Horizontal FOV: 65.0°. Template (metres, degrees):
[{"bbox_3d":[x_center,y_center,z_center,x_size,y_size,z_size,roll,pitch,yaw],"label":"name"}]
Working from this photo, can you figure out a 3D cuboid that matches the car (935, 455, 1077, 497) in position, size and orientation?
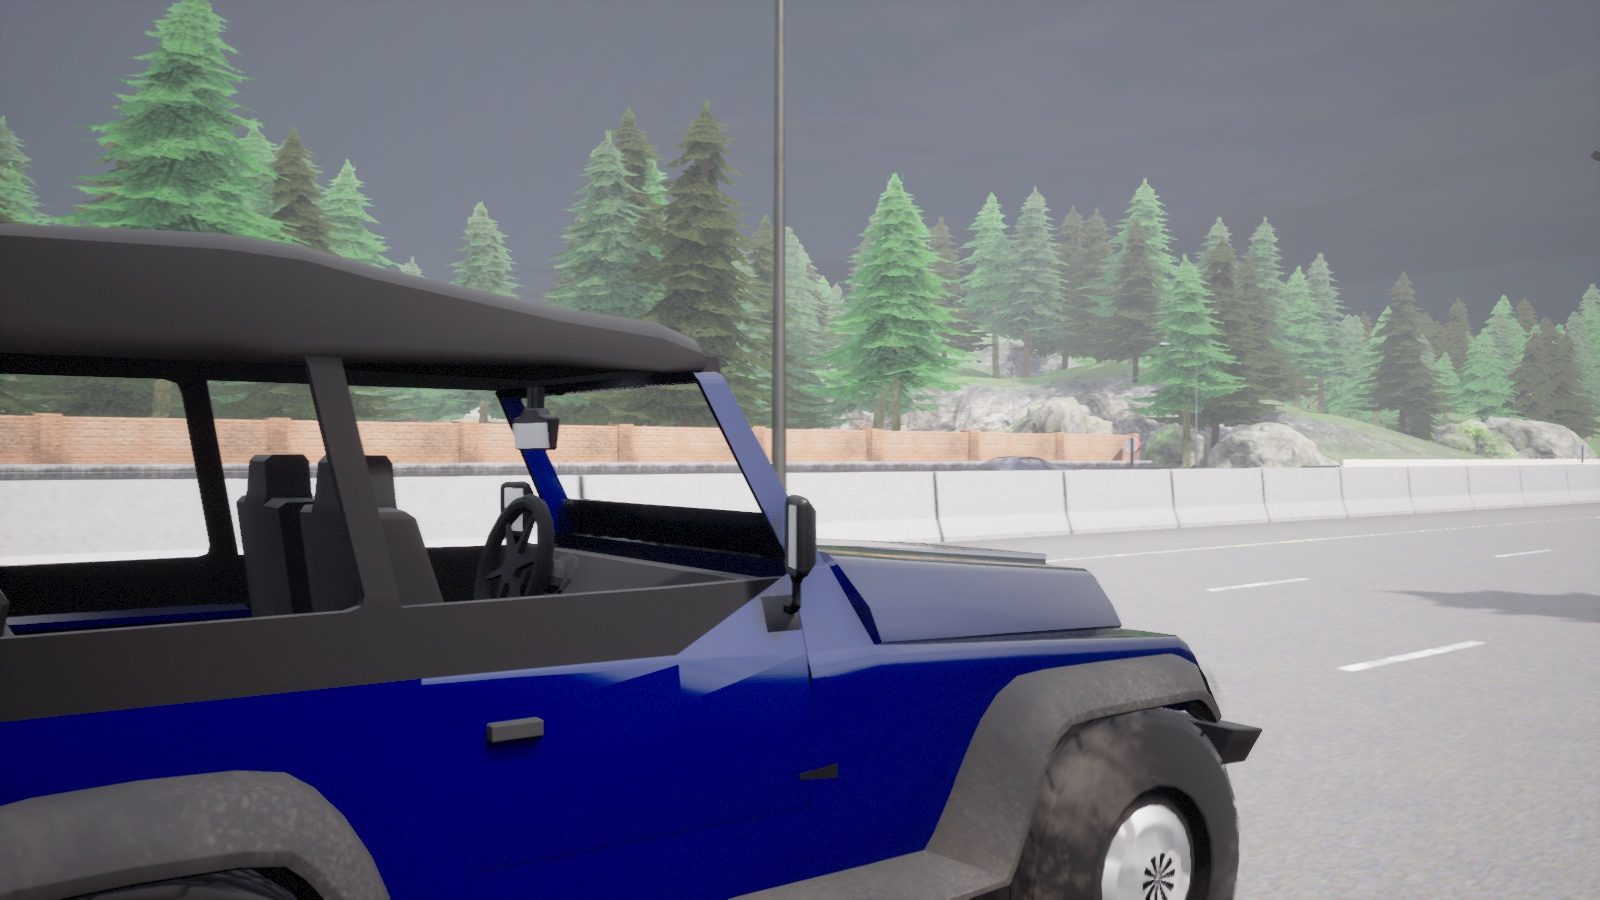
[{"bbox_3d":[7.499,0.891,45.429,5.357,1.411,2.033,0,0,-39],"label":"car"}]

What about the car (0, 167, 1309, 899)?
[{"bbox_3d":[-0.700,0.550,3.188,3.866,1.878,1.905,0,0,-35],"label":"car"}]
